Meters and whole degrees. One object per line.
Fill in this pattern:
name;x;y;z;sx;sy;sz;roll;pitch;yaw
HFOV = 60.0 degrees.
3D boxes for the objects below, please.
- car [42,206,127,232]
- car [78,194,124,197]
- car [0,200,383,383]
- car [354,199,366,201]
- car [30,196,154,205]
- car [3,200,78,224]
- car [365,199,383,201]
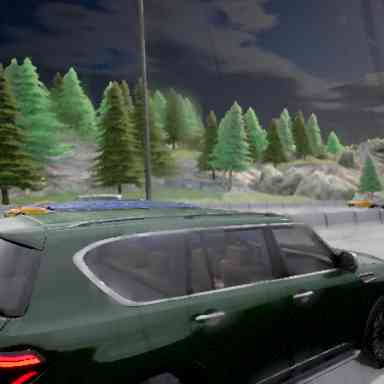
car;-6.627;1.585;20.760;4.718;1.301;1.895;0;0;-35
car;-7.591;1.205;24.370;5.566;2.045;2.150;0;0;-35
car;0.388;1.211;4.022;5.566;2.045;2.150;0;0;-35
car;26.692;1.772;53.005;5.008;1.535;1.882;1;-1;-35
car;-0.685;1.210;7.556;5.566;2.045;2.150;0;0;-35
car;-11.645;1.463;25.778;5.008;1.535;1.882;0;0;-35
car;29.009;1.874;50.355;5.357;1.411;2.033;1;0;-35
